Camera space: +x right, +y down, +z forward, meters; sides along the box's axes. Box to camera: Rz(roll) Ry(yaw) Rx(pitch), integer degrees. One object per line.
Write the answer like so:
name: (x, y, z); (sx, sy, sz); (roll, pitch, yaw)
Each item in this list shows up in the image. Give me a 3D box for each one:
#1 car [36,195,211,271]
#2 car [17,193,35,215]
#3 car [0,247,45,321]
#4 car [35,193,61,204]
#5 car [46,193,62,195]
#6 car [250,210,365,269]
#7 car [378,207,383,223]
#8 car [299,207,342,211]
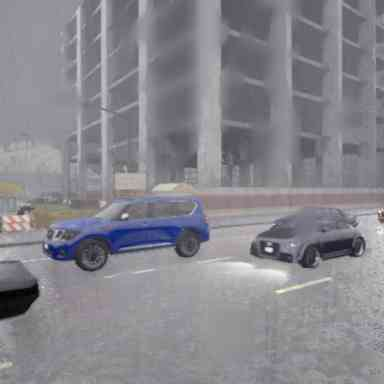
car: (-1.938, 1.202, 11.180); (5.566, 2.045, 2.150); (0, 0, -35)
car: (-14.786, 1.136, 26.591); (3.866, 1.878, 1.905); (0, 0, -36)
car: (-4.903, 1.607, 4.794); (4.718, 1.301, 1.895); (0, 0, -35)
car: (-25.826, 1.057, 59.690); (3.866, 1.878, 1.905); (0, 0, -36)
car: (-24.103, 1.057, 57.307); (3.866, 1.878, 1.905); (0, 0, -36)
car: (3.904, 1.523, 11.061); (4.181, 1.385, 1.994); (0, 0, -36)
car: (14.834, 1.242, 23.033); (4.553, 1.767, 2.097); (0, 0, -35)
car: (6.468, 1.482, 17.141); (5.357, 1.411, 2.033); (0, 0, -35)
